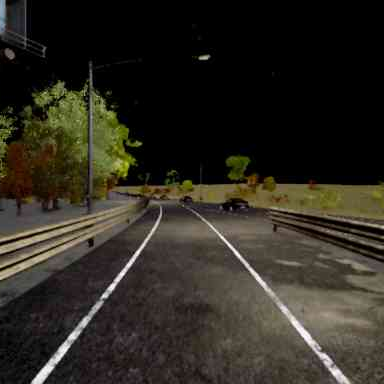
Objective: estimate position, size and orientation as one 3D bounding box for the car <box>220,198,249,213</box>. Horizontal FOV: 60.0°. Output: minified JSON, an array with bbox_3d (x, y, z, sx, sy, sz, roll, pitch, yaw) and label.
[{"bbox_3d":[4.669,1.426,36.962,1.882,1.535,5.008,0,0,-14],"label":"car"}]

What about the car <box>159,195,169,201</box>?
[{"bbox_3d":[-7.038,1.511,82.909,1.812,1.442,4.674,0,0,-14],"label":"car"}]

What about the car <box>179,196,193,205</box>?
[{"bbox_3d":[-1.090,1.474,59.561,1.837,1.490,4.892,0,0,-14],"label":"car"}]
